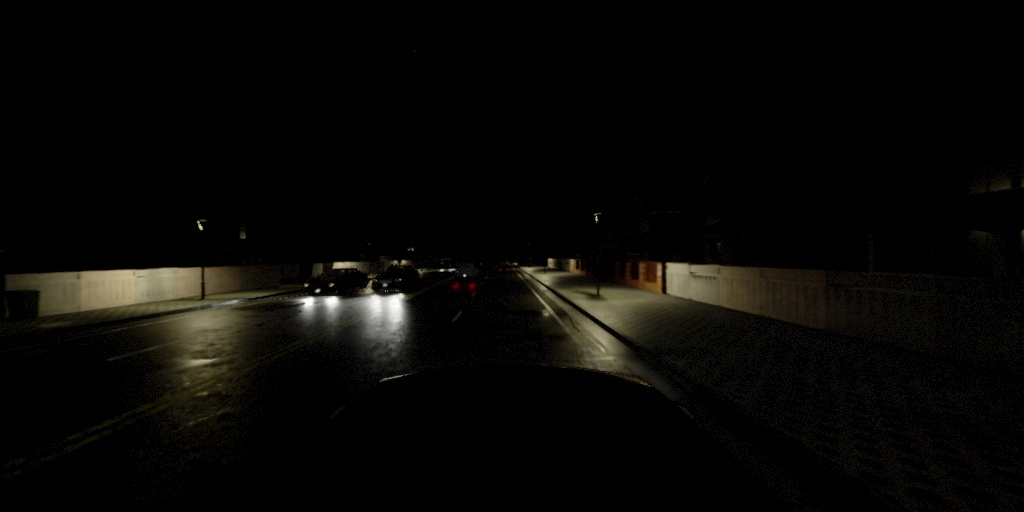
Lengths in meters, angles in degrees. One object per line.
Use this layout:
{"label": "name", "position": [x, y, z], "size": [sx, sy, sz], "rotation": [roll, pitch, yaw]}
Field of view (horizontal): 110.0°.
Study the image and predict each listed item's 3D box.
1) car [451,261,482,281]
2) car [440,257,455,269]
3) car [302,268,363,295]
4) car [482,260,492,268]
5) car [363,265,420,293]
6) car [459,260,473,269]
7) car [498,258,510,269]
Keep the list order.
{"label": "car", "position": [-3.853, 1.344, 31.014], "size": [1.812, 1.442, 4.674], "rotation": [-1, 0, -1]}
{"label": "car", "position": [-11.314, 1.203, 63.364], "size": [2.150, 2.045, 5.566], "rotation": [-1, 0, -1]}
{"label": "car", "position": [-10.308, 1.449, 21.561], "size": [2.033, 1.411, 5.357], "rotation": [-1, 0, -1]}
{"label": "car", "position": [-4.726, 1.451, 64.641], "size": [1.994, 1.385, 4.181], "rotation": [-1, 0, -1]}
{"label": "car", "position": [-7.074, 1.347, 22.288], "size": [2.128, 1.511, 4.902], "rotation": [-1, 0, -1]}
{"label": "car", "position": [-8.066, 1.495, 63.515], "size": [1.994, 1.385, 4.181], "rotation": [-1, 0, -1]}
{"label": "car", "position": [-1.349, 1.429, 59.741], "size": [1.895, 1.301, 4.718], "rotation": [-1, 0, -1]}
